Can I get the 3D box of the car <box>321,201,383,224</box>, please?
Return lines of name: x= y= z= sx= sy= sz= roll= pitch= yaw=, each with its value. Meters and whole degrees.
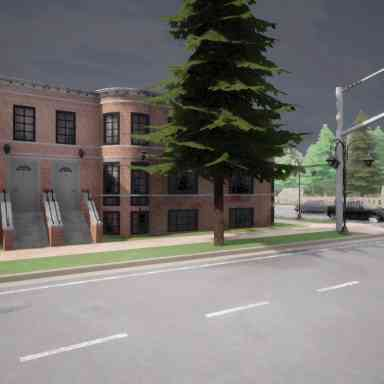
car: x=12.547 y=1.478 z=24.833 sx=1.882 sy=1.535 sz=5.008 roll=0 pitch=0 yaw=-30

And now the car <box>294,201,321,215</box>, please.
car: x=12.403 y=1.547 z=32.065 sx=2.033 sy=1.411 sz=5.357 roll=0 pitch=0 yaw=-30
